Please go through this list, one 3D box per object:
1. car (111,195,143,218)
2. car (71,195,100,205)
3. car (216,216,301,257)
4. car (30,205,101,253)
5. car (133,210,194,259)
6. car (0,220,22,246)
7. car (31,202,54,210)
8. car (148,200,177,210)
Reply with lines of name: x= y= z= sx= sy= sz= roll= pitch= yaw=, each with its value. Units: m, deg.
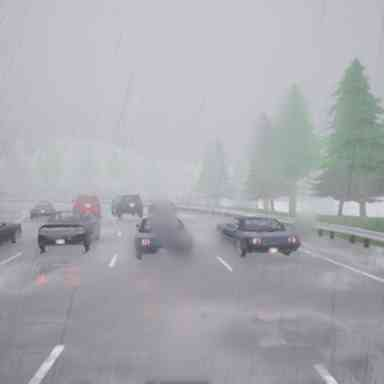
car: x=-5.972 y=1.245 z=30.298 sx=2.150 sy=2.045 sz=5.566 roll=0 pitch=0 yaw=-21
car: x=-9.469 y=1.258 z=29.660 sx=2.150 sy=2.045 sz=5.566 roll=0 pitch=0 yaw=-21
car: x=2.289 y=1.593 z=12.934 sx=1.895 sy=1.301 sz=4.718 roll=0 pitch=0 yaw=-9
car: x=-4.977 y=1.510 z=13.935 sx=2.128 sy=1.511 sz=4.902 roll=0 pitch=0 yaw=-10
car: x=-1.216 y=1.606 z=12.753 sx=1.895 sy=1.301 sz=4.718 roll=0 pitch=0 yaw=-9
car: x=-8.321 y=1.631 z=12.992 sx=1.895 sy=1.301 sz=4.718 roll=0 pitch=0 yaw=-10
car: x=-13.524 y=1.614 z=30.203 sx=1.994 sy=1.385 sz=4.181 roll=0 pitch=0 yaw=-23
car: x=-2.925 y=1.504 z=31.922 sx=2.128 sy=1.511 sz=4.902 roll=0 pitch=0 yaw=-21
